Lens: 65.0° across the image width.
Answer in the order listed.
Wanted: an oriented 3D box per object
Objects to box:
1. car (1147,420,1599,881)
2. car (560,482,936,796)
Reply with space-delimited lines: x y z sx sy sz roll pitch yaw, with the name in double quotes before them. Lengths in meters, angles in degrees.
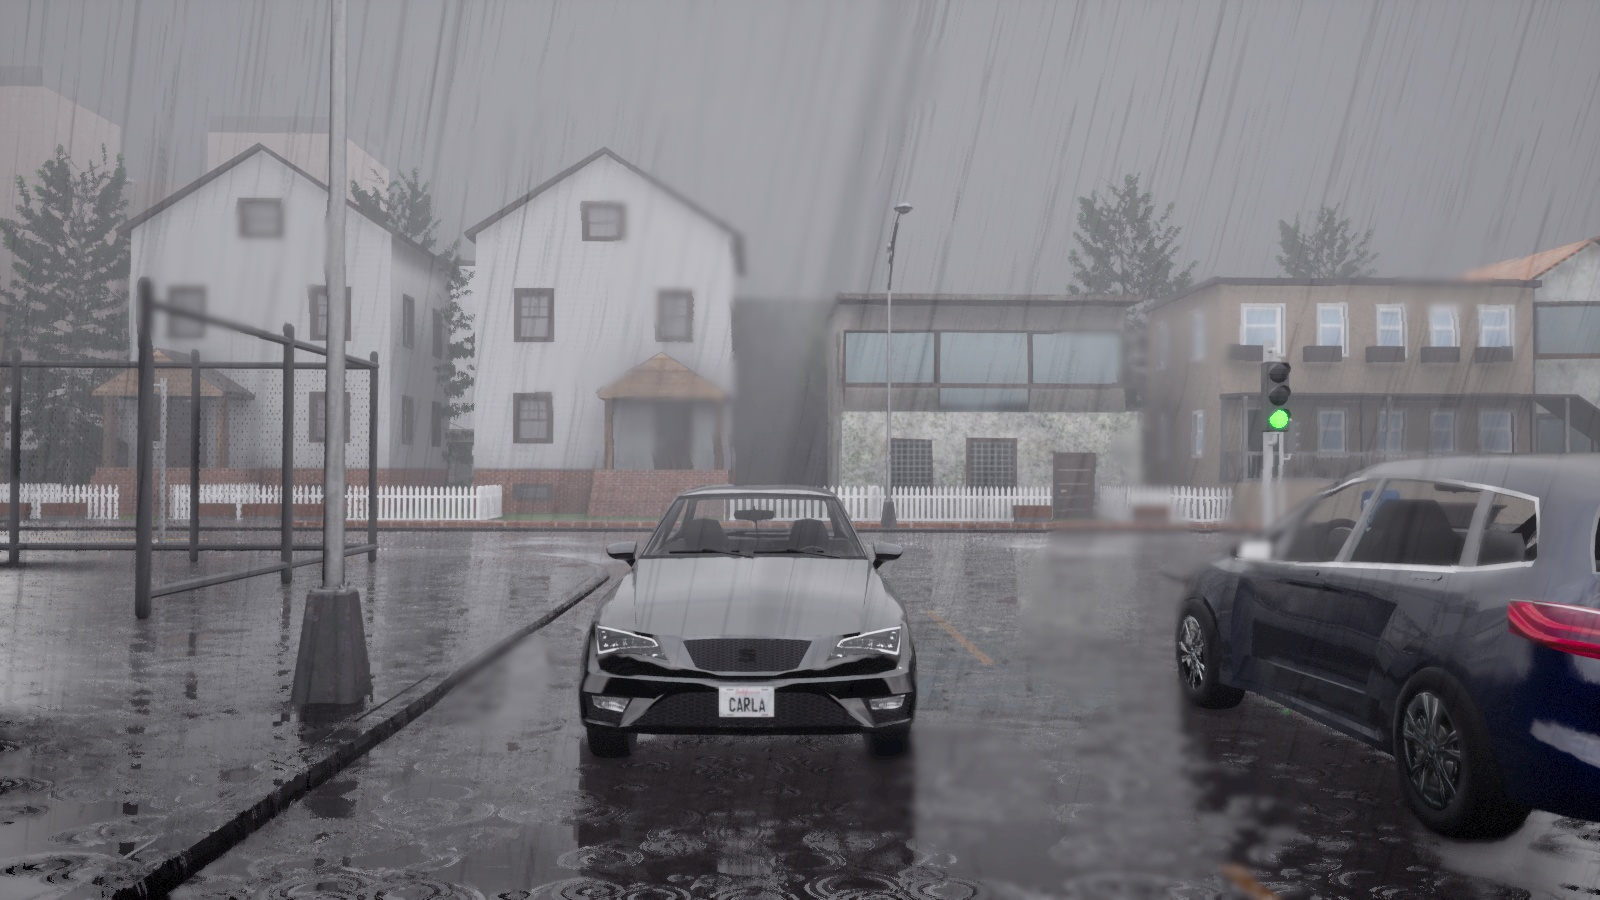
"car" 3.745 0.760 6.898 2.242 1.667 4.611 0 -1 -2
"car" -0.276 0.967 8.186 1.816 1.474 4.193 0 -1 -1
